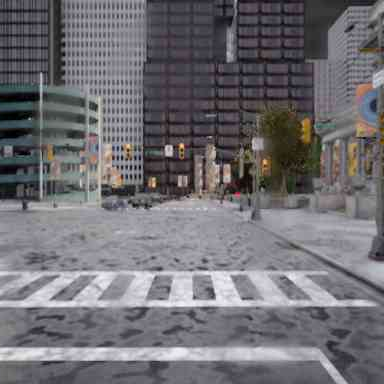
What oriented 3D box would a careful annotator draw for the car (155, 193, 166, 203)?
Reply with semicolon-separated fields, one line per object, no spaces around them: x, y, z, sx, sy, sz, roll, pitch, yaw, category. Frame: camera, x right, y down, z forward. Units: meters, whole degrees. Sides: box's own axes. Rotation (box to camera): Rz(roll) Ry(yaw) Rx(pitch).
-6.972;1.398;66.779;1.882;1.535;5.008;0;0;1;car

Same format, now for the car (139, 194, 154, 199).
-12.978;1.389;94.698;1.994;1.385;4.181;0;0;-43;car

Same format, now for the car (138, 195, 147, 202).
-11.363;1.449;76.165;2.033;1.411;5.357;0;0;-10;car

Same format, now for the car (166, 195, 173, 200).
-7.419;1.492;86.009;1.895;1.301;4.718;0;0;-25;car

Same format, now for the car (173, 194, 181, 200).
-4.681;1.395;88.320;1.837;1.490;4.892;0;0;-29;car

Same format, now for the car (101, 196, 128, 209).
-10.762;1.297;45.460;2.097;1.767;4.553;0;0;4;car

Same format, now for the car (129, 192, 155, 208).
-7.019;1.167;47.009;2.150;2.045;5.566;0;0;0;car
